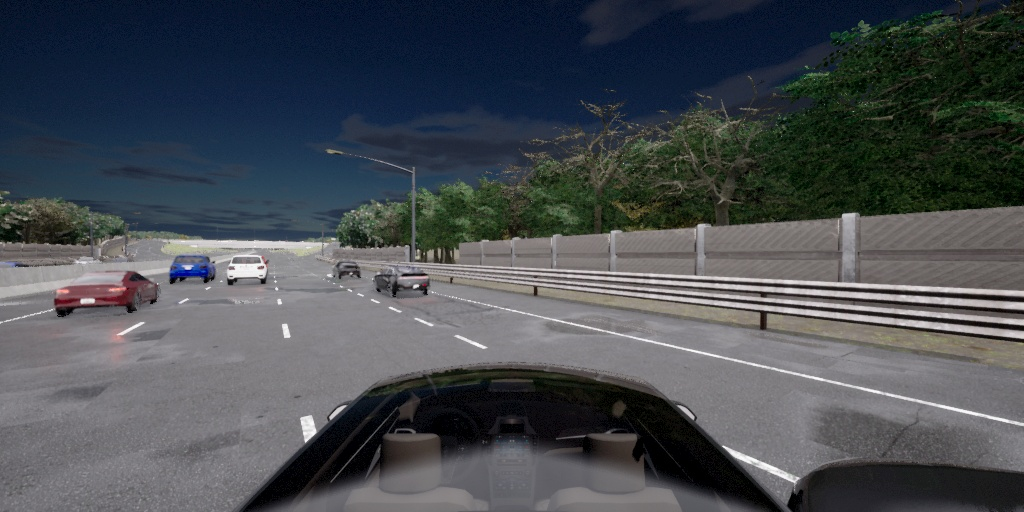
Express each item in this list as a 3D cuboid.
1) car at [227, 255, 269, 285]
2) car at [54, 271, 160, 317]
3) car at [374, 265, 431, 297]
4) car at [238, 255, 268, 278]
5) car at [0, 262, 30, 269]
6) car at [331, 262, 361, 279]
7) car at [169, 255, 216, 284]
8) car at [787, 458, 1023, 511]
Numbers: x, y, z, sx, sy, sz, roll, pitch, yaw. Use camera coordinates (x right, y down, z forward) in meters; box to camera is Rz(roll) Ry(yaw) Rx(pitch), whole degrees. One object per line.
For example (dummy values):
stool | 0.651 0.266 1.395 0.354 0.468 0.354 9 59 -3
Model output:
car | -19.264 0.957 26.218 2.150 2.045 5.566 0 0 -34
car | -14.777 1.270 13.298 1.812 1.442 4.674 0 0 -34
car | -5.886 1.237 18.894 2.128 1.511 4.902 0 0 -34
car | -25.268 0.946 35.172 2.150 2.045 5.566 0 0 -34
car | -35.522 1.202 24.958 1.882 1.535 5.008 0 0 -34
car | -15.020 1.239 32.451 1.837 1.490 4.892 0 0 -34
car | -24.224 0.952 27.327 2.150 2.045 5.566 0 0 -34
car | 2.984 1.315 0.538 4.181 1.385 1.994 0 0 34
